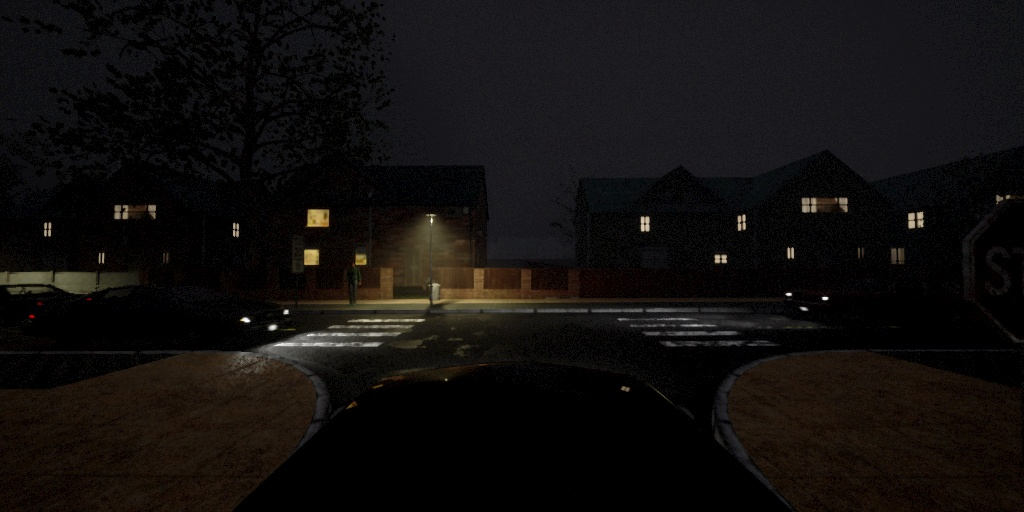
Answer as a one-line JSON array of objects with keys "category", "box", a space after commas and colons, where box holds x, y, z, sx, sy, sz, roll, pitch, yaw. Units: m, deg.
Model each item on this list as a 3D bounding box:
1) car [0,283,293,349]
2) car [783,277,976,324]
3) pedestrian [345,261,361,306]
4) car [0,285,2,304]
[{"category": "car", "box": [-8.523, 1.388, 8.852, 5.357, 1.411, 2.033, -1, -1, 1]}, {"category": "car", "box": [11.445, 1.334, 11.287, 4.718, 1.301, 1.895, 0, -1, 1]}, {"category": "pedestrian", "box": [-6.527, 1.112, 14.672, 0.375, 1.860, 0.375, 0, -1, 1]}, {"category": "car", "box": [-17.195, 1.609, 12.025, 4.718, 1.301, 1.895, -1, -1, 1]}]
